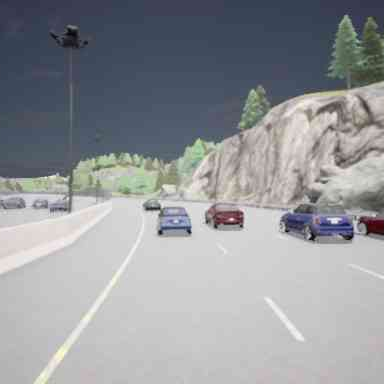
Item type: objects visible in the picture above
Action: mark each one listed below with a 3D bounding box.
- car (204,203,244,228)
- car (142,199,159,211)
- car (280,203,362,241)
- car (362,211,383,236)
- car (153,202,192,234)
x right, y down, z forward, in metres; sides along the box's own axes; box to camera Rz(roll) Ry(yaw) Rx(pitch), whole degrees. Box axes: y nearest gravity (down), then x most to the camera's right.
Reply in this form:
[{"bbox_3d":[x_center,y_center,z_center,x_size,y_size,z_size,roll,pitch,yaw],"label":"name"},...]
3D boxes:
[{"bbox_3d":[2.056,1.490,22.287,1.882,1.535,5.008,0,0,-7],"label":"car"},{"bbox_3d":[-5.086,1.606,41.923,1.994,1.385,4.181,0,0,-13],"label":"car"},{"bbox_3d":[6.150,1.351,16.894,2.097,1.767,4.553,0,0,-5],"label":"car"},{"bbox_3d":[9.797,1.468,15.529,1.882,1.535,5.008,0,0,-4],"label":"car"},{"bbox_3d":[-1.108,1.564,19.583,2.033,1.411,5.357,0,0,-6],"label":"car"}]
